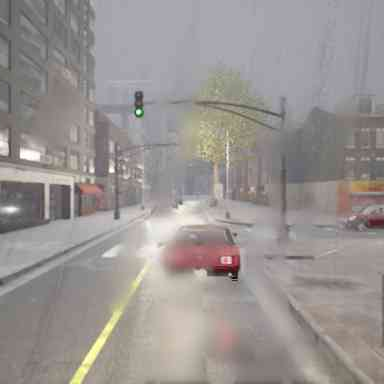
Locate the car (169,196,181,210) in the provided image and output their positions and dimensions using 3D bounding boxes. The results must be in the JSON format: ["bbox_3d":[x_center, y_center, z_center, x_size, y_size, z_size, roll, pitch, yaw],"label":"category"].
[{"bbox_3d":[-2.832,1.594,43.905,1.994,1.385,4.181,0,0,0],"label":"car"}]

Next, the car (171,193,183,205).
[{"bbox_3d":[-2.792,1.266,58.373,2.150,2.045,5.566,0,0,0],"label":"car"}]

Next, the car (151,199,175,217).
[{"bbox_3d":[-2.832,1.620,31.529,1.895,1.301,4.718,0,0,-3],"label":"car"}]

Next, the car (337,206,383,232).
[{"bbox_3d":[10.930,1.523,19.940,4.097,1.590,1.967,0,-1,0],"label":"car"}]

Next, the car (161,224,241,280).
[{"bbox_3d":[0.423,1.606,9.971,1.895,1.301,4.718,0,0,6],"label":"car"}]
